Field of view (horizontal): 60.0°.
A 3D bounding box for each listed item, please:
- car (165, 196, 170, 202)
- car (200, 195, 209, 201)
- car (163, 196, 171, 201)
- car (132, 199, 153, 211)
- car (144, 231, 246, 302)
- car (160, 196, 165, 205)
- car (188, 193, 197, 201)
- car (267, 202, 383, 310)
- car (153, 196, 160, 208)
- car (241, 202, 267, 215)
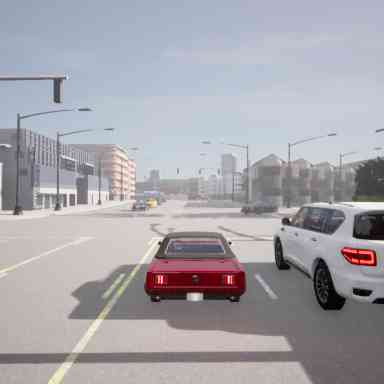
[{"bbox_3d":[-6.974,1.722,76.769,2.128,1.511,4.902,0,1,0],"label":"car"},{"bbox_3d":[3.531,1.525,89.274,2.097,1.767,4.553,0,-1,0],"label":"car"},{"bbox_3d":[-6.968,1.715,91.611,1.812,1.442,4.674,0,0,0],"label":"car"},{"bbox_3d":[-7.077,1.856,46.035,2.128,1.511,4.902,0,0,1],"label":"car"},{"bbox_3d":[0.072,1.617,8.246,1.895,1.301,4.718,0,0,0],"label":"car"},{"bbox_3d":[-7.006,1.852,65.923,1.837,1.490,4.892,0,1,0],"label":"car"},{"bbox_3d":[0.031,1.391,88.922,2.150,2.045,5.566,0,-1,0],"label":"car"},{"bbox_3d":[3.566,1.234,7.953,2.150,2.045,5.566,0,0,0],"label":"car"},{"bbox_3d":[-7.064,1.890,56.231,1.882,1.535,5.008,0,0,0],"label":"car"},{"bbox_3d":[7.666,1.835,37.571,2.033,1.411,5.357,-1,-1,44],"label":"car"}]
